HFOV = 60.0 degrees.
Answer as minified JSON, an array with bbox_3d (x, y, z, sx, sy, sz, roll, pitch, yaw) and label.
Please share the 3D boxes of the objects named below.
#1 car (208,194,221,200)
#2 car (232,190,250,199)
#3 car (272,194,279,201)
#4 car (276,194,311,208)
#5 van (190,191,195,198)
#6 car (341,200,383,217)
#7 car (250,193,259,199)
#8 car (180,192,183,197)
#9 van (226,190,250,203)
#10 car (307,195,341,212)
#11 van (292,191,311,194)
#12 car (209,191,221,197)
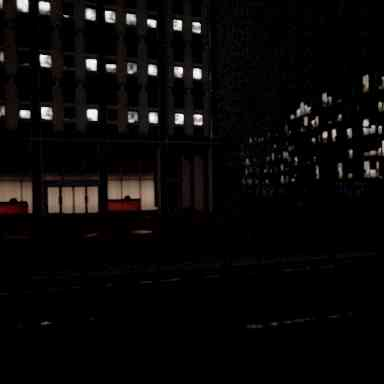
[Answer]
[{"bbox_3d":[4.469,0.941,66.951,2.008,1.369,4.403,0,1,-16],"label":"car"},{"bbox_3d":[10.936,0.498,74.736,2.192,1.841,5.009,-1,1,-16],"label":"car"},{"bbox_3d":[15.680,0.944,58.361,1.802,1.307,4.206,-1,1,-16],"label":"car"},{"bbox_3d":[12.322,1.251,39.642,1.947,1.339,4.313,-1,1,-16],"label":"car"},{"bbox_3d":[-0.274,0.552,83.326,1.690,1.788,3.998,0,1,-16],"label":"van"},{"bbox_3d":[15.411,1.367,28.700,1.947,1.339,4.313,-1,1,-16],"label":"car"},{"bbox_3d":[12.519,0.825,69.281,1.802,1.307,4.206,-1,1,-16],"label":"car"},{"bbox_3d":[-1.854,0.591,88.786,1.967,1.590,4.097,0,1,-16],"label":"car"},{"bbox_3d":[7.630,0.851,56.030,1.690,1.788,3.998,-1,1,-16],"label":"van"},{"bbox_3d":[13.847,1.326,34.167,1.802,1.307,4.206,-1,1,-16],"label":"car"},{"bbox_3d":[17.259,0.762,52.899,1.690,1.788,3.998,-1,1,-16],"label":"van"},{"bbox_3d":[6.195,0.554,91.116,2.008,1.369,4.403,-1,1,-16],"label":"car"}]
